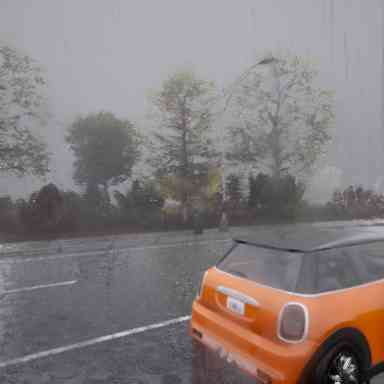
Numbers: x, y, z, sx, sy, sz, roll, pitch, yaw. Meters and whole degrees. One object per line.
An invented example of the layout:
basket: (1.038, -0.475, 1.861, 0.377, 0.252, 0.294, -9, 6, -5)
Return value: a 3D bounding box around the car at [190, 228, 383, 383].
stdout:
car: (2.285, 1.345, 5.040, 4.553, 1.767, 2.097, 0, 0, -33)
